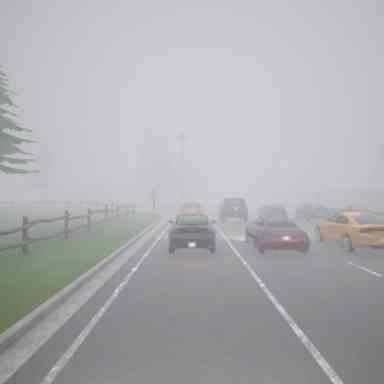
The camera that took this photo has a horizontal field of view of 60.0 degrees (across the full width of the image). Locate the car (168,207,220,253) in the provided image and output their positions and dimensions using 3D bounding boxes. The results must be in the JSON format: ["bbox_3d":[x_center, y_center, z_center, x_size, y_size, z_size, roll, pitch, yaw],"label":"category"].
[{"bbox_3d":[0.014,1.645,14.332,1.837,1.490,4.892,0,0,0],"label":"car"}]

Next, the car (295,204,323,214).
[{"bbox_3d":[10.522,1.772,29.319,2.128,1.511,4.902,0,0,0],"label":"car"}]

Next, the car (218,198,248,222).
[{"bbox_3d":[3.520,1.493,29.031,2.150,2.045,5.566,0,0,0],"label":"car"}]

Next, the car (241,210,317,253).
[{"bbox_3d":[3.513,1.701,14.331,1.994,1.385,4.181,0,0,0],"label":"car"}]

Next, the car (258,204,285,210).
[{"bbox_3d":[7.023,1.787,29.329,1.837,1.490,4.892,0,0,0],"label":"car"}]

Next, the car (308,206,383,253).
[{"bbox_3d":[7.016,1.617,14.501,1.882,1.535,5.008,0,0,0],"label":"car"}]

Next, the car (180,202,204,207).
[{"bbox_3d":[0.014,1.627,29.107,2.097,1.767,4.553,0,-1,0],"label":"car"}]
